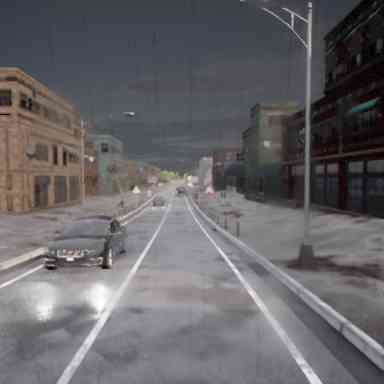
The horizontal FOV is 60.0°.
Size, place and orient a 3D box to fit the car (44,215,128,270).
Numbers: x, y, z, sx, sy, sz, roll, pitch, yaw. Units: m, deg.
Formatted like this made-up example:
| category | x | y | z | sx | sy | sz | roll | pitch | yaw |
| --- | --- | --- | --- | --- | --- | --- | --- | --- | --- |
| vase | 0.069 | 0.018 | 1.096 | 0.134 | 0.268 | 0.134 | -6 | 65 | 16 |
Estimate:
| category | x | y | z | sx | sy | sz | roll | pitch | yaw |
| --- | --- | --- | --- | --- | --- | --- | --- | --- | --- |
| car | -3.404 | 1.607 | 11.466 | 1.837 | 1.490 | 4.892 | 0 | -1 | -2 |

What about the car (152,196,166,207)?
| category | x | y | z | sx | sy | sz | roll | pitch | yaw |
| --- | --- | --- | --- | --- | --- | --- | --- | --- | --- |
| car | -5.073 | 1.477 | 51.436 | 1.837 | 1.490 | 4.892 | 0 | 2 | -2 |

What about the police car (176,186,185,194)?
| category | x | y | z | sx | sy | sz | roll | pitch | yaw |
| --- | --- | --- | --- | --- | --- | --- | --- | --- | --- |
| police car | -2.784 | -0.193 | 90.758 | 1.930 | 1.638 | 5.238 | 0 | 2 | -2 |
